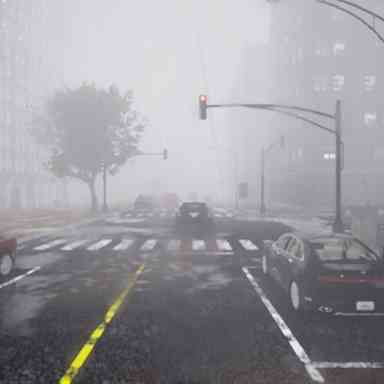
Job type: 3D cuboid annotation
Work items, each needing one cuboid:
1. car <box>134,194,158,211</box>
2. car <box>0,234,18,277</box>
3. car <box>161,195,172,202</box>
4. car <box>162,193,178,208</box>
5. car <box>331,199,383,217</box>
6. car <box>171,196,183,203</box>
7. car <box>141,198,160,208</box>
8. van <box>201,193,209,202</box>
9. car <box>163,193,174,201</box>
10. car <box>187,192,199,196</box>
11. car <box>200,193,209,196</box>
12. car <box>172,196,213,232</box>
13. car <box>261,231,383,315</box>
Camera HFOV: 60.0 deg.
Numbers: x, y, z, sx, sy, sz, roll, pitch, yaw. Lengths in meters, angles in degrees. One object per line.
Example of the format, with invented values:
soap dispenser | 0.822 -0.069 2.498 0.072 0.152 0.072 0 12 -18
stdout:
car | -5.611 1.222 39.763 2.192 1.841 5.009 0 0 0
car | -5.678 1.524 7.375 1.887 1.381 4.507 0 0 0
car | -5.541 1.419 72.901 1.947 1.339 4.313 0 0 0
car | -2.999 1.115 46.879 2.150 2.045 5.566 0 0 0
car | 13.480 1.273 26.740 4.403 1.369 2.008 -1 1 0
car | -2.905 1.428 64.343 1.994 1.385 4.181 0 0 1
car | -5.599 1.463 45.286 1.947 1.339 4.313 0 0 0
van | 2.840 1.194 72.882 1.690 1.788 3.998 0 0 0
car | -5.529 1.161 78.422 2.192 1.841 5.009 0 0 0
car | 0.143 1.079 69.103 2.150 2.045 5.566 0 0 0
car | 2.817 1.433 61.837 1.947 1.339 4.313 0 0 0
car | 0.125 1.299 19.990 2.097 1.767 4.553 0 0 0
car | 2.702 1.530 7.357 2.008 1.369 4.403 0 0 0
